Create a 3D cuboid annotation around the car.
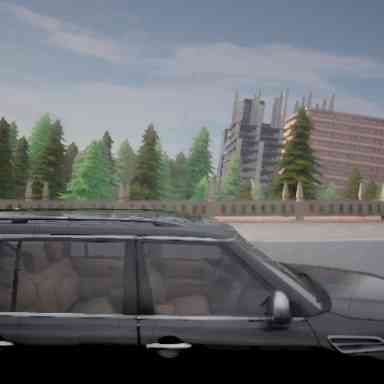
[{"bbox_3d":[-0.314,1.207,3.204,5.566,2.045,2.150,0,0,-3],"label":"car"}]
